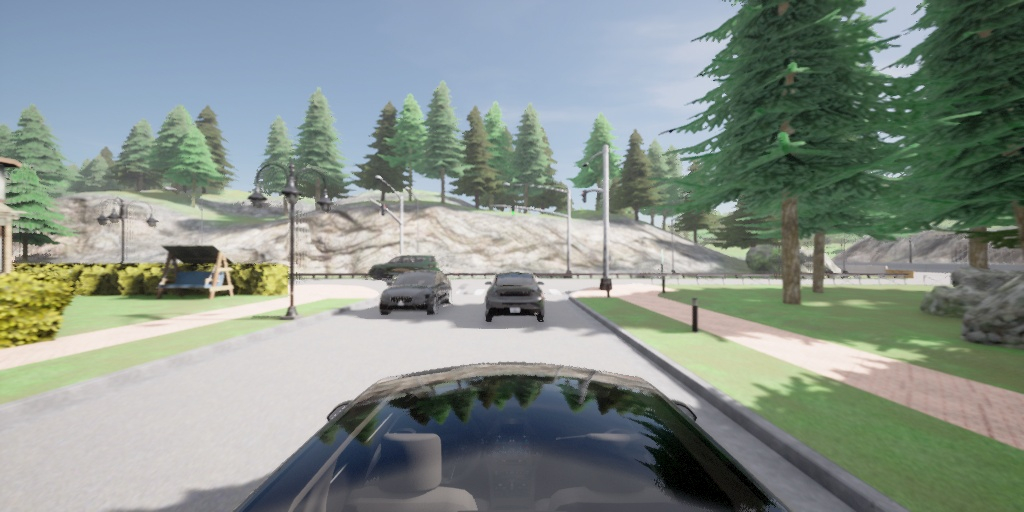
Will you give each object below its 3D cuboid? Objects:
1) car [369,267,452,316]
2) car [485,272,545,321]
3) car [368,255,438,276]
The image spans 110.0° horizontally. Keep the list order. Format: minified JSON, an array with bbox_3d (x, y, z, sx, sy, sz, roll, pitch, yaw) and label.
[{"bbox_3d":[-3.527,1.322,13.886,1.837,1.490,4.892,0,-1,1],"label":"car"},{"bbox_3d":[0.092,1.312,12.665,1.837,1.490,4.892,0,0,0],"label":"car"},{"bbox_3d":[-8.813,0.956,29.386,5.566,2.045,2.150,0,-1,2],"label":"car"}]
